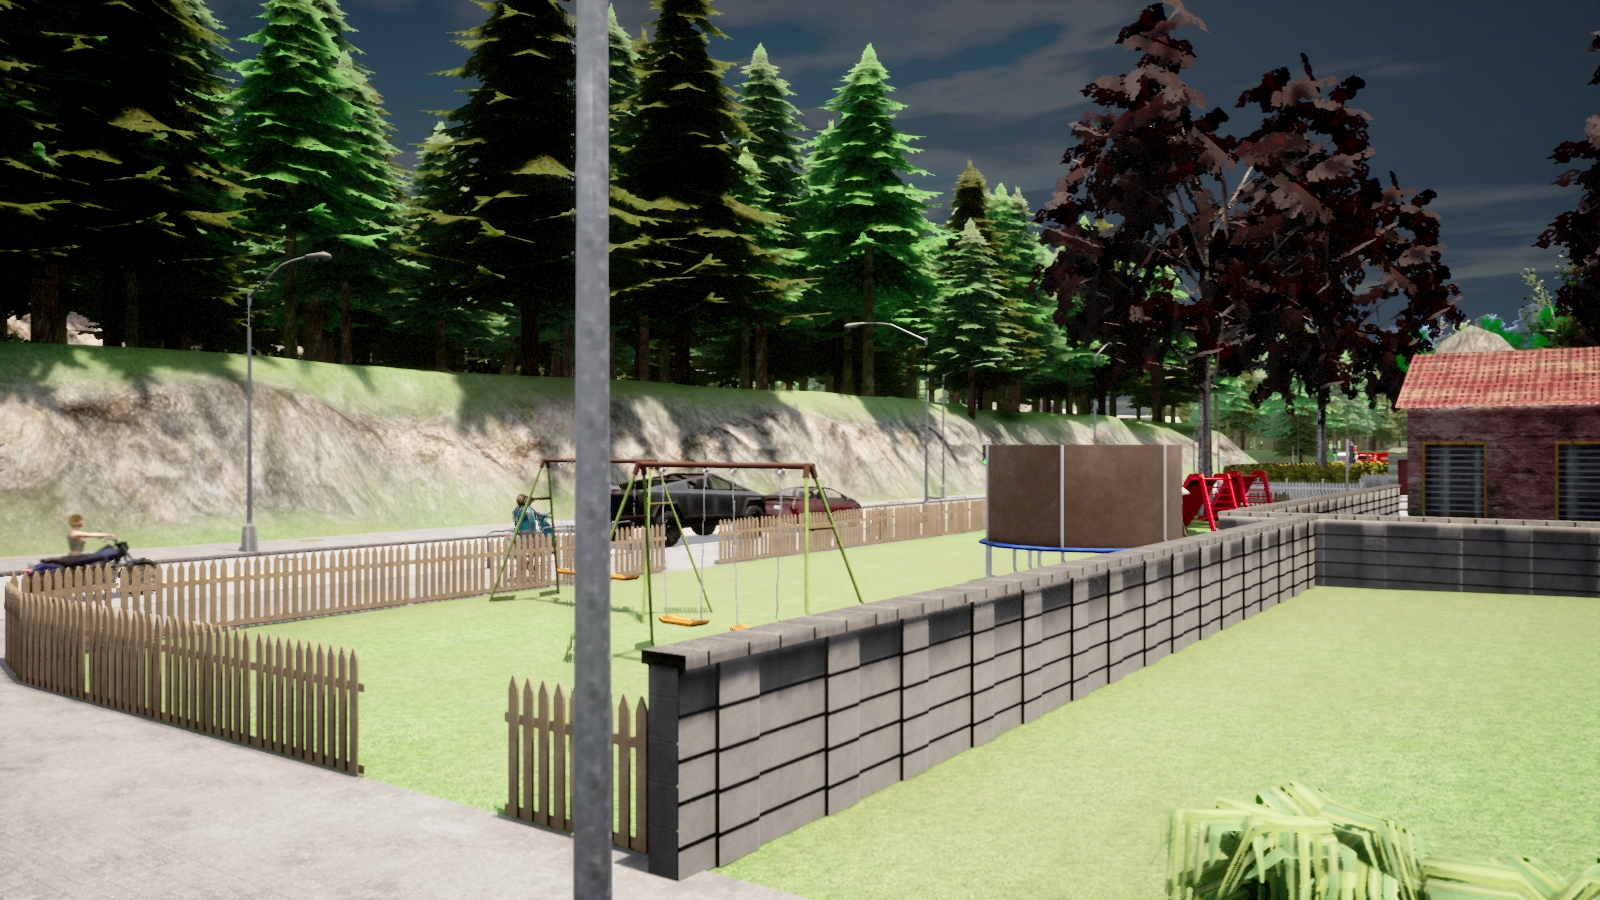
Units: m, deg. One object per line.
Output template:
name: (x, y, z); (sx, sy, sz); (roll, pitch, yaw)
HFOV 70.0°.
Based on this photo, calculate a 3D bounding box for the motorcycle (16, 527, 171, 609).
motorcycle: (-13.190, 2.164, 21.422); (0.764, 1.307, 2.356); (0, 0, 36)

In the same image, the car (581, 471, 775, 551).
car: (-3.587, 1.762, 35.057); (2.390, 2.098, 6.274); (0, 0, 35)

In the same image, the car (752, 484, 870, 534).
car: (0.466, 2.049, 40.868); (2.007, 1.525, 4.514); (0, 0, 35)

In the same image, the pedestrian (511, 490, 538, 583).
pedestrian: (-5.612, 1.752, 23.268); (0.375, 1.860, 0.375); (0, 0, 34)

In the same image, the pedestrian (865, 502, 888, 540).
pedestrian: (2.324, 2.133, 34.554); (0.500, 1.100, 0.500); (0, 0, 35)

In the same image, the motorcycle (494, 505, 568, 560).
motorcycle: (-7.085, 2.151, 30.175); (0.856, 1.316, 1.805); (0, 0, 35)
